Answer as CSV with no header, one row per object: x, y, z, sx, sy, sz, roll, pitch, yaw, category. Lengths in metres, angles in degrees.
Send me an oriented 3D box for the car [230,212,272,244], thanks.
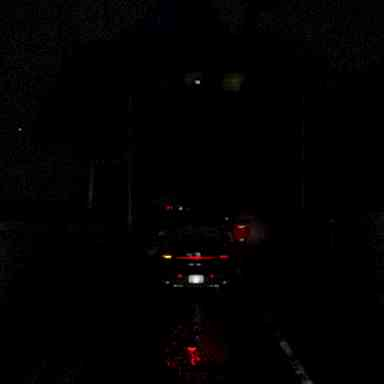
2.582,1.601,15.946,1.887,1.381,4.507,-1,0,0,car

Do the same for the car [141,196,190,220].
-2.275,1.348,27.348,2.150,2.045,5.566,0,0,-31,car

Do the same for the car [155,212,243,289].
0.076,1.538,9.262,1.837,1.490,4.892,0,0,0,car
